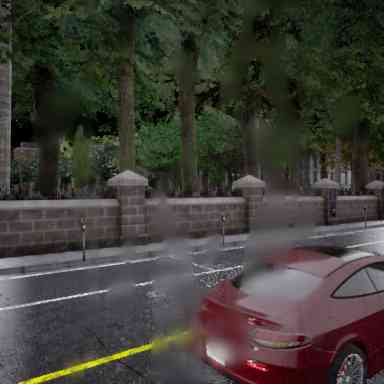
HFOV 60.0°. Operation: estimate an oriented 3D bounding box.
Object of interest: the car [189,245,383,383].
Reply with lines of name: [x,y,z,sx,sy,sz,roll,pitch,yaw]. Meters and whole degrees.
car: [2.124,1.525,4.838,4.674,1.442,1.812,0,0,-36]
